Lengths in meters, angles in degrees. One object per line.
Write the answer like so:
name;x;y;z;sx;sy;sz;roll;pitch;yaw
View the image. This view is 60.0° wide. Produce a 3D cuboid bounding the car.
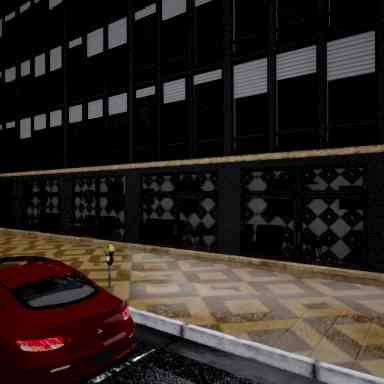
car;-2.627;1.582;4.701;4.206;1.307;1.802;0;0;35
